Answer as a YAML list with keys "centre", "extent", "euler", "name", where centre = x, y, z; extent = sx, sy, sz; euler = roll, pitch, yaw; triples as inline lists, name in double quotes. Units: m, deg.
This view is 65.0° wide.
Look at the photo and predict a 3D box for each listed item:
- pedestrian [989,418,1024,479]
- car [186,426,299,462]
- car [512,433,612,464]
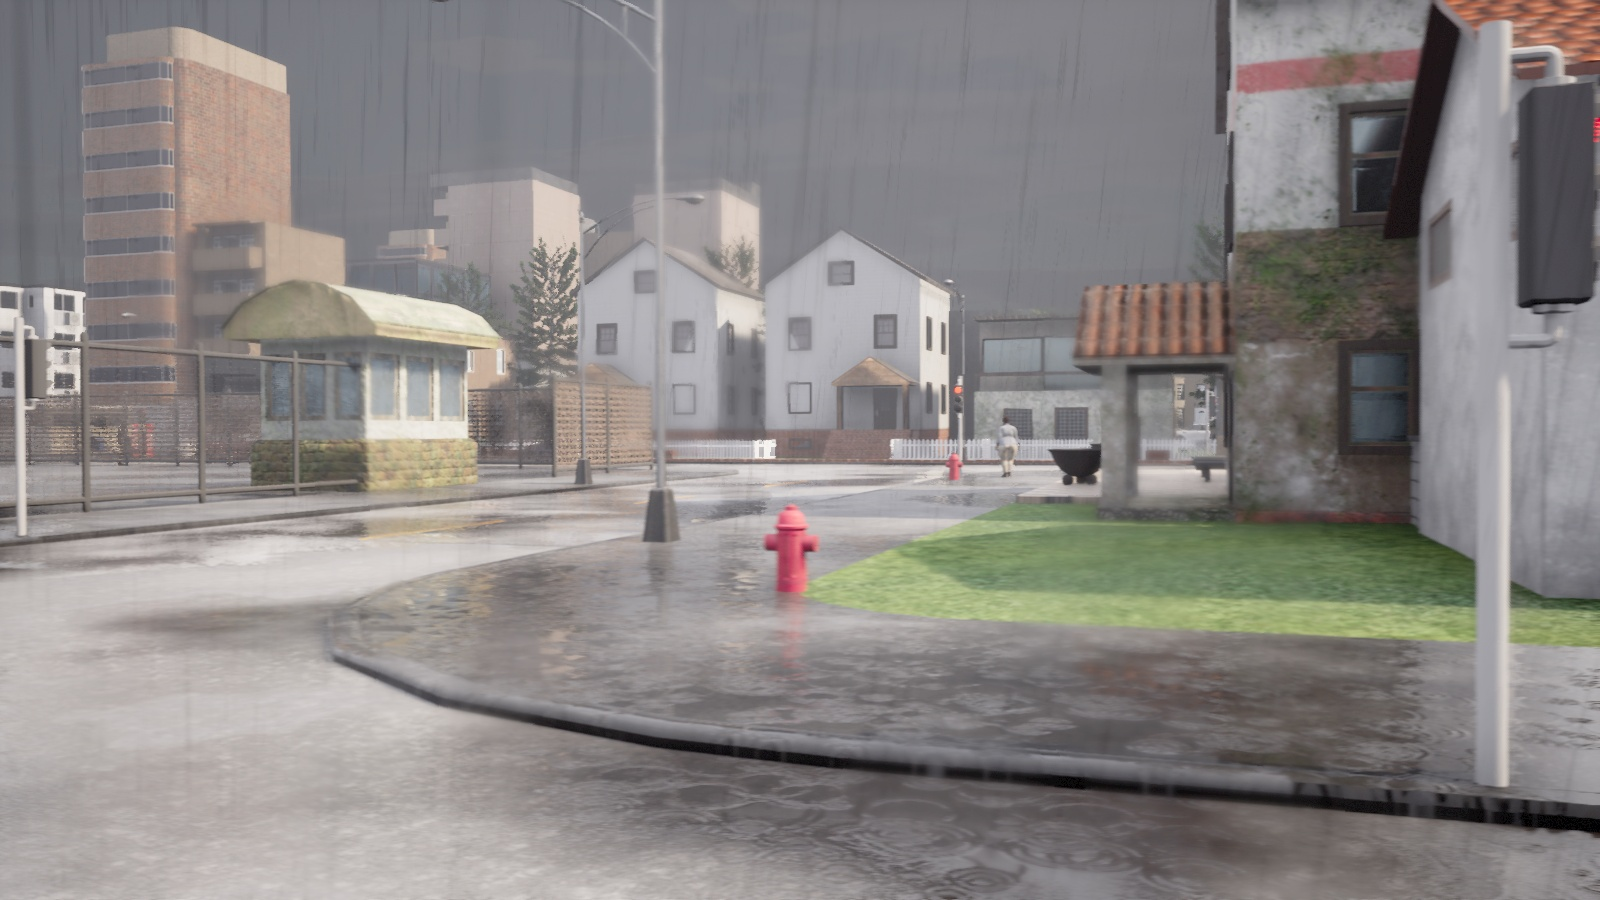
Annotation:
- centre: [6.277, -0.052, 38.239]
  extent: [0.874, 1.855, 0.900]
  euler: [0, 1, -3]
  name: "pedestrian"
- centre: [-26.643, -0.300, 60.035]
  extent: [4.856, 1.649, 2.033]
  euler: [1, 1, 19]
  name: "car"
- centre: [-11.202, -0.095, 59.197]
  extent: [4.181, 1.385, 1.994]
  euler: [1, 1, 18]
  name: "car"
